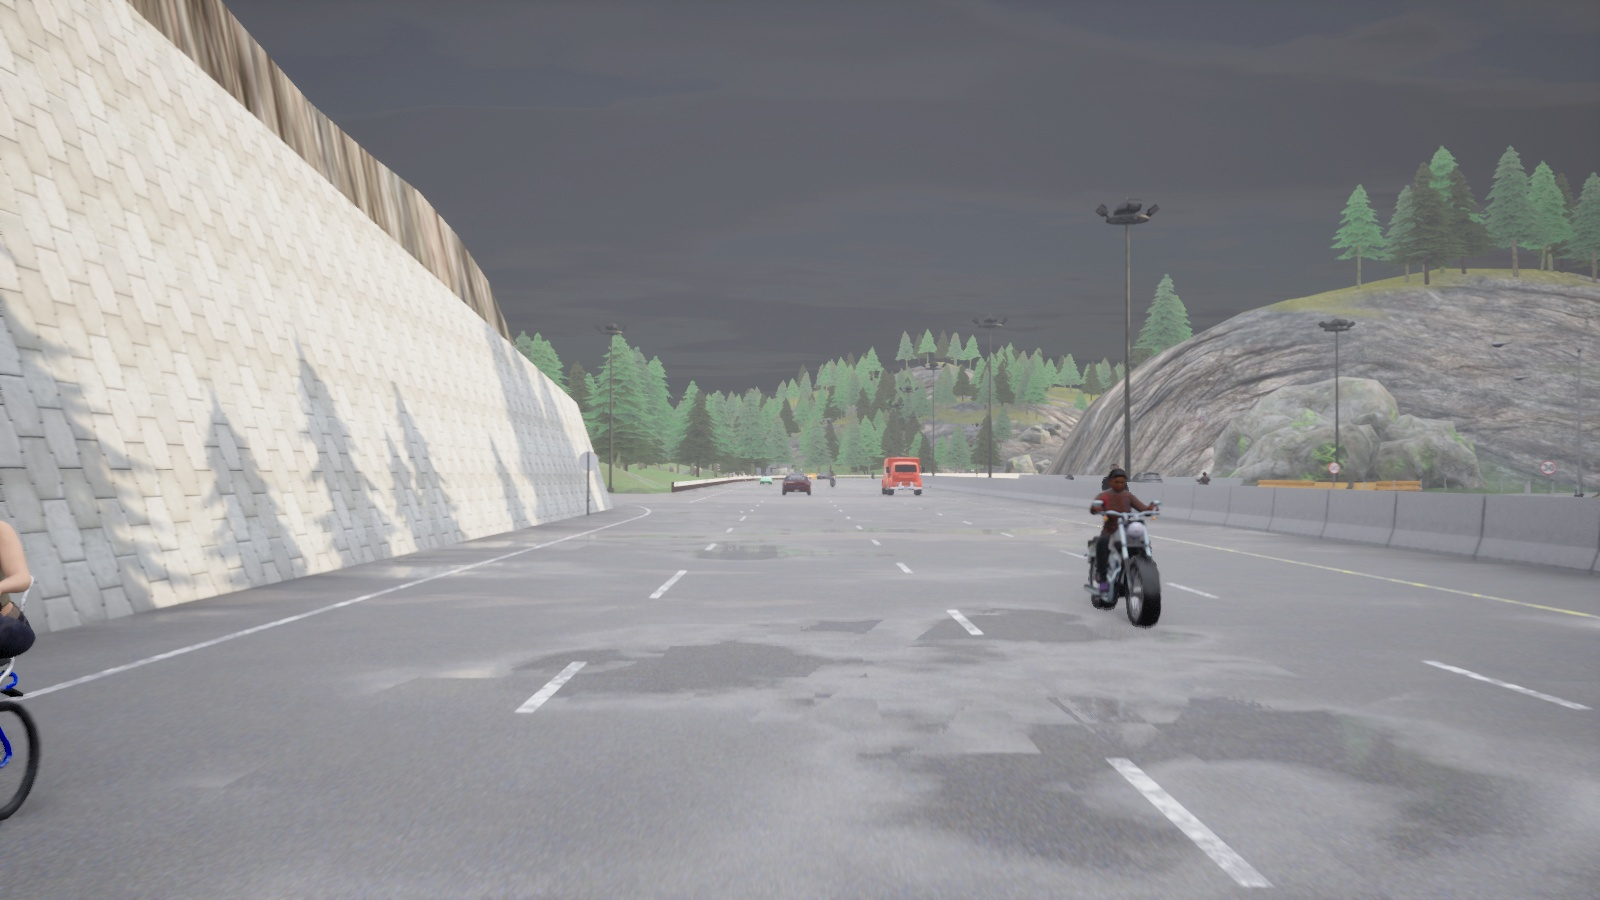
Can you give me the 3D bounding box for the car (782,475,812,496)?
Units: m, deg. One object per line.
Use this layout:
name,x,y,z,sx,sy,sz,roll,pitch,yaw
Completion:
car,-0.196,2.275,81.180,1.895,1.301,4.718,0,-1,0

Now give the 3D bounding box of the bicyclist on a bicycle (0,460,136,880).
bicyclist on a bicycle,-3.509,0.850,5.049,0.866,1.612,1.509,0,-1,0

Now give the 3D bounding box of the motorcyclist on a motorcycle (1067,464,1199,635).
motorcyclist on a motorcycle,3.467,0.974,13.309,0.766,1.649,2.350,0,-1,0

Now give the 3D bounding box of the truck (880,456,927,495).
truck,6.797,1.691,82.890,2.627,2.467,5.204,0,-1,0
